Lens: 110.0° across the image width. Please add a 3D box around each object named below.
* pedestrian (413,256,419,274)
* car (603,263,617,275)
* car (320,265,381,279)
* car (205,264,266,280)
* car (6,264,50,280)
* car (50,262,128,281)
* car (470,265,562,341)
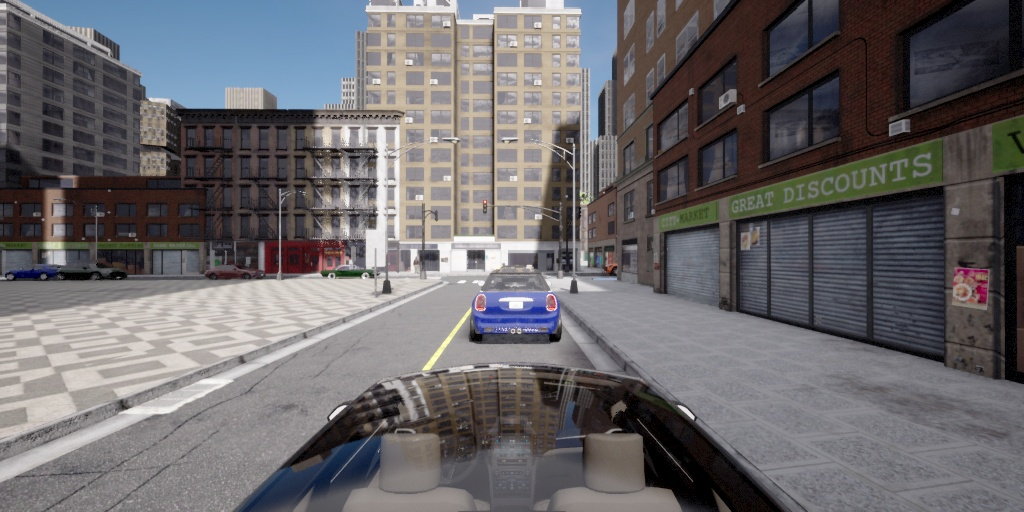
[{"bbox_3d":[-10.260,0.970,38.280,0.375,1.860,0.375,0,0,-1],"label":"pedestrian"},{"bbox_3d":[11.457,0.979,35.579,4.553,1.767,2.097,-1,0,-1],"label":"car"},{"bbox_3d":[-14.282,1.443,31.980,4.718,1.301,1.895,0,0,-1],"label":"car"},{"bbox_3d":[-24.536,1.442,31.841,4.674,1.442,1.812,0,0,-1],"label":"car"},{"bbox_3d":[-45.544,1.531,34.654,5.008,1.535,1.882,0,0,-1],"label":"car"},{"bbox_3d":[-36.966,1.346,31.648,4.553,1.767,2.097,0,0,0],"label":"car"},{"bbox_3d":[0.082,1.101,10.017,2.097,1.767,4.553,0,0,0],"label":"car"}]
